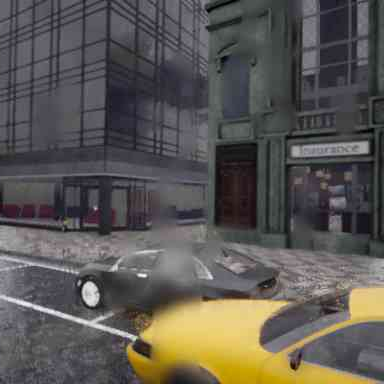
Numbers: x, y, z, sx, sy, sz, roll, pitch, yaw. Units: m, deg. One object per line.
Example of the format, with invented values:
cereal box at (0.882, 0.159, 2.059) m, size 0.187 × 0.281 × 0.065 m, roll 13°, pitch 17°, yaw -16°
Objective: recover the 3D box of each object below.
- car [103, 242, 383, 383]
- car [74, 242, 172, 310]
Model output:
car at (1.821, 1.539, 2.944) m, size 5.366 × 1.575 × 1.801 m, roll 0°, pitch -1°, yaw 32°
car at (-0.446, 1.665, 6.541) m, size 4.403 × 1.369 × 2.008 m, roll 0°, pitch -1°, yaw 32°
